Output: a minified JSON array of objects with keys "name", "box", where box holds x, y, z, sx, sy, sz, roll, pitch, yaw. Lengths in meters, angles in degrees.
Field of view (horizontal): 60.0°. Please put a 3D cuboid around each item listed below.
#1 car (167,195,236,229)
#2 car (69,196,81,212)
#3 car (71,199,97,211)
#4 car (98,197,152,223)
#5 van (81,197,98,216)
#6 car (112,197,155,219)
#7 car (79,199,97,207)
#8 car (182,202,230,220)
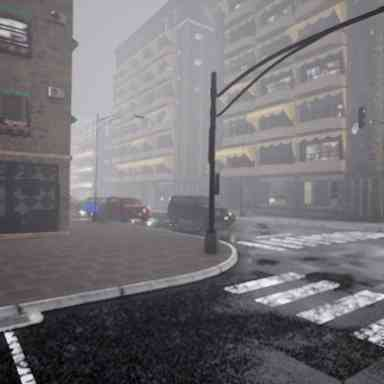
[{"name":"car","box":[0.442,1.223,22.115,2.150,2.045,5.566,1,-1,-36]},{"name":"car","box":[-14.821,1.347,39.378,2.192,1.841,5.009,1,-1,-35]},{"name":"car","box":[-13.685,1.649,42.077,1.994,1.385,4.181,1,-1,-35]},{"name":"car","box":[-5.145,1.289,25.733,2.192,1.841,5.009,1,-1,-35]},{"name":"van","box":[-8.371,1.333,30.281,1.690,1.788,3.998,1,-1,-35]},{"name":"car","box":[-5.482,1.386,30.478,2.097,1.767,4.553,1,-1,-35]},{"name":"car","box":[-18.073,1.830,57.578,1.802,1.307,4.206,1,-1,-35]},{"name":"car","box":[1.180,1.649,30.429,1.752,1.417,4.829,1,-1,-35]}]
